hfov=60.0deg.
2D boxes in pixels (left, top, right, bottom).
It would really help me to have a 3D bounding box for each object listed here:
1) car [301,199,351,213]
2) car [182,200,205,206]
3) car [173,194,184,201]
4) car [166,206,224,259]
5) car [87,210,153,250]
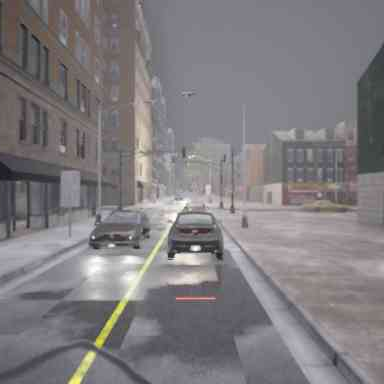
[{"bbox_3d":[13.880,1.459,34.529,4.829,1.417,1.752,0,0,0],"label":"car"},{"bbox_3d":[0.310,1.496,27.161,1.895,1.301,4.718,0,0,4],"label":"car"},{"bbox_3d":[-2.769,1.180,69.542,1.837,1.490,4.892,0,0,0],"label":"car"},{"bbox_3d":[0.099,1.461,12.433,1.837,1.490,4.892,0,0,0],"label":"car"},{"bbox_3d":[-2.841,1.498,14.396,2.033,1.411,5.357,0,0,0],"label":"car"}]
